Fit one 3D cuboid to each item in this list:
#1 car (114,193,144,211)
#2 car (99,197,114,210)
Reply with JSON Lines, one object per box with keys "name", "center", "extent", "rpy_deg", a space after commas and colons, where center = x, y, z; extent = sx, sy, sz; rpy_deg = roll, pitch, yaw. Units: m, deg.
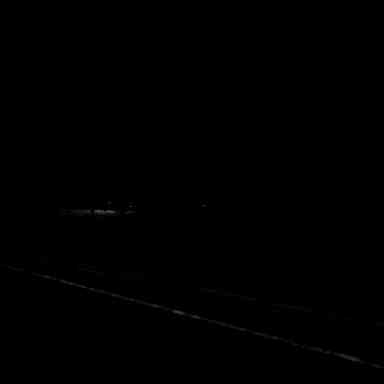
{"name": "car", "center": [-6.433, 1.203, 40.629], "extent": [2.150, 2.045, 5.566], "rpy_deg": [0, 0, 32]}
{"name": "car", "center": [-9.604, 1.331, 42.160], "extent": [2.097, 1.767, 4.553], "rpy_deg": [0, 0, 32]}
